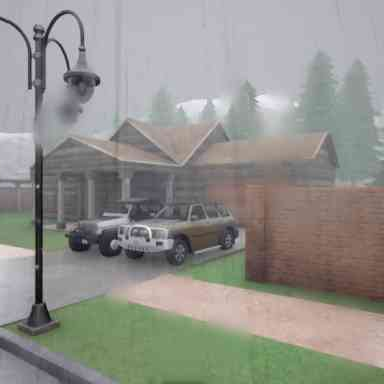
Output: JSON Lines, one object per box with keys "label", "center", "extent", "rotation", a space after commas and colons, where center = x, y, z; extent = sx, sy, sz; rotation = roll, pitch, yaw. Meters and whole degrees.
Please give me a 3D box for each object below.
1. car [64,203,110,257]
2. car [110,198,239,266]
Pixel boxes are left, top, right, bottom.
{"label": "car", "center": [-2.510, 1.175, 12.247], "extent": [1.905, 1.878, 3.866], "rotation": [0, 0, 35]}
{"label": "car", "center": [-0.223, 1.173, 11.132], "extent": [1.932, 1.855, 4.605], "rotation": [0, 0, 35]}
